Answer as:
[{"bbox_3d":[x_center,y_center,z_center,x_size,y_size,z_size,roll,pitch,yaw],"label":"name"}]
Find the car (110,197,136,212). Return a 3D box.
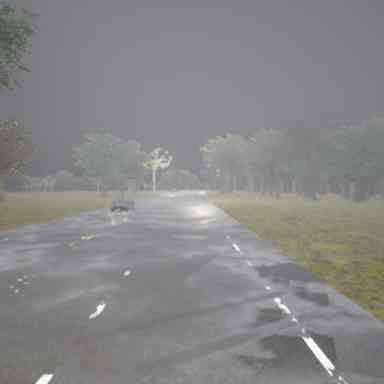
[{"bbox_3d":[-7.007,1.273,34.342,2.033,1.411,5.357,0,1,0],"label":"car"}]
